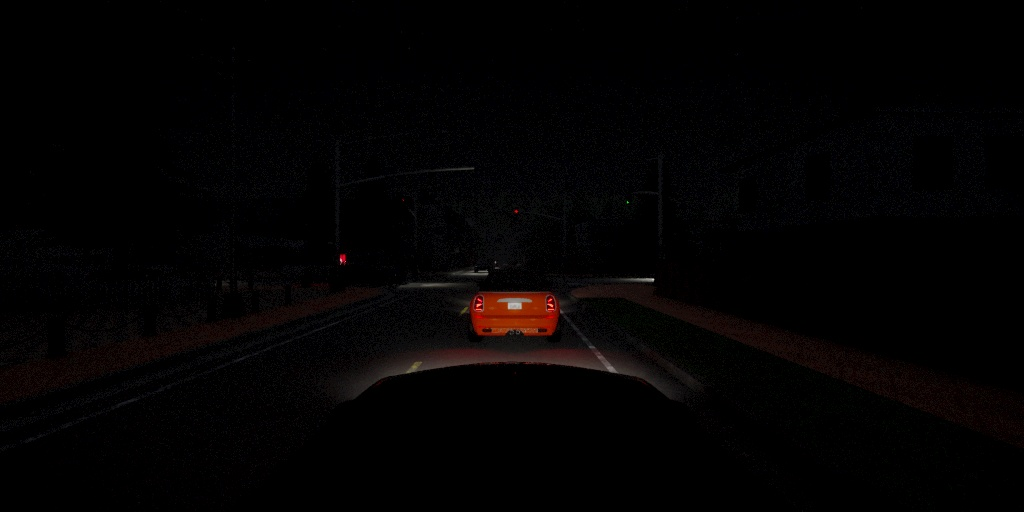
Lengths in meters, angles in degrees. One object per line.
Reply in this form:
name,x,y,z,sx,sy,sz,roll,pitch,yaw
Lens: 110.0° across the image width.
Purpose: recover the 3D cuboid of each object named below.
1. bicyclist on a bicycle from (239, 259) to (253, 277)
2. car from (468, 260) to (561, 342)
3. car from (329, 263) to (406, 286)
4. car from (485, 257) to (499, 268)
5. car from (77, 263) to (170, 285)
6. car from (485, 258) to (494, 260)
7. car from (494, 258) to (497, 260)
bicyclist on a bicycle,-23.556,1.066,31.764,0.582,1.620,1.656,0,0,-2
car,0.072,1.102,9.904,2.097,1.767,4.553,0,0,0
car,-9.901,1.242,24.734,5.008,1.535,1.882,0,0,-3
car,-3.555,1.102,64.005,2.097,1.767,4.553,0,0,0
car,-25.902,1.329,24.215,4.181,1.385,1.994,0,0,-2
car,-3.595,1.228,44.746,1.882,1.535,5.008,0,0,0
car,-3.588,1.241,54.207,2.128,1.511,4.902,0,0,0
